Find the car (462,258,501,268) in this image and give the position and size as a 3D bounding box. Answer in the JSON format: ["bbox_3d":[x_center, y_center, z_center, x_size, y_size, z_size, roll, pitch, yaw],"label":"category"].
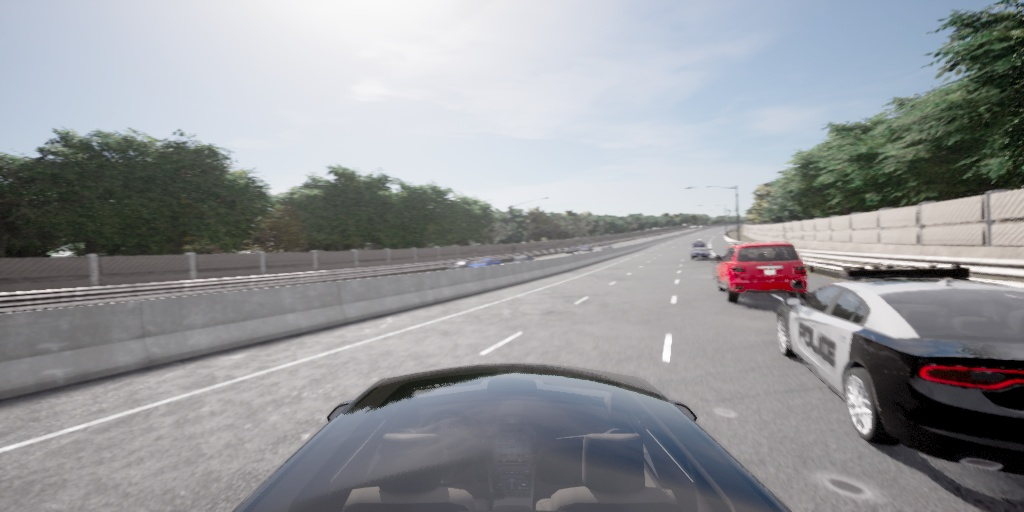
[{"bbox_3d":[-2.947,1.049,39.311,1.882,1.535,5.008,-3,1,27],"label":"car"}]

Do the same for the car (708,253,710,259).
[{"bbox_3d":[11.657,0.645,18.808,1.812,1.442,4.674,-3,1,26],"label":"car"}]

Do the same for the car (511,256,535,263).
[{"bbox_3d":[1.161,0.832,39.702,1.837,1.490,4.892,-3,2,27],"label":"car"}]

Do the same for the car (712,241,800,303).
[{"bbox_3d":[9.103,0.519,13.482,2.150,2.045,5.566,-3,0,25],"label":"car"}]

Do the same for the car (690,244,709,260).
[{"bbox_3d":[21.279,-0.299,40.624,1.895,1.301,4.718,-3,2,27],"label":"car"}]

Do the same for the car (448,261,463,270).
[{"bbox_3d":[-5.653,1.236,41.710,1.994,1.385,4.181,-3,1,27],"label":"car"}]

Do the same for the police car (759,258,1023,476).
[{"bbox_3d":[4.950,0.944,4.611,1.930,1.638,5.238,-3,0,25],"label":"police car"}]
